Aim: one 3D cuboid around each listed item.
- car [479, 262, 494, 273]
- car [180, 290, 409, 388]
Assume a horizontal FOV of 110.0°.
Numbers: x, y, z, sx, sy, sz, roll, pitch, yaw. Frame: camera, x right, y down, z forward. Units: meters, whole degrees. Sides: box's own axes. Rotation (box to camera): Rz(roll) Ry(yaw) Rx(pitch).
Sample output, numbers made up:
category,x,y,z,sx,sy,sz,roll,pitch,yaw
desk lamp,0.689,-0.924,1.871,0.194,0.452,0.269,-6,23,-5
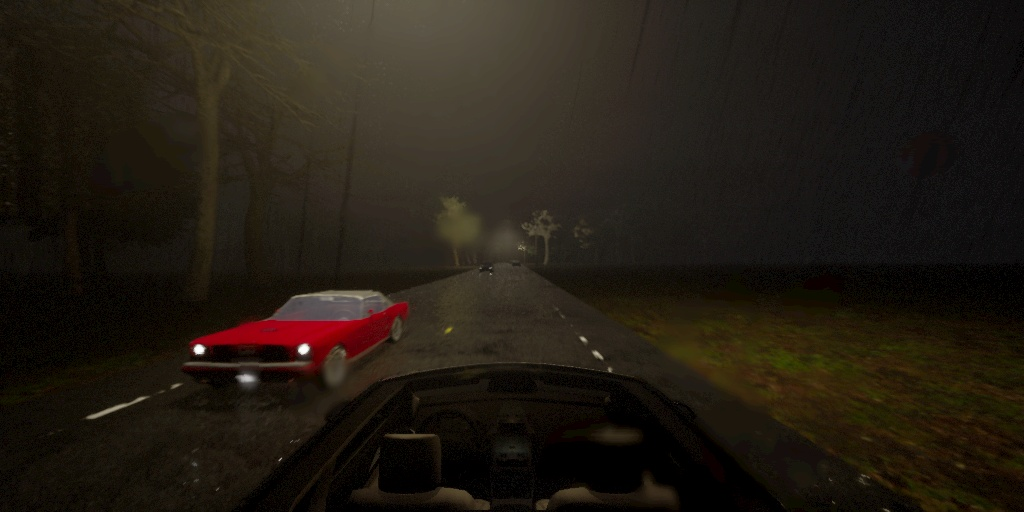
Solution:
category,x,y,z,sx,sy,sz,roll,pitch,yaw
car,-3.541,1.570,50.442,1.837,1.490,4.892,0,0,1
car,-3.599,1.388,7.090,1.895,1.301,4.718,0,0,0
